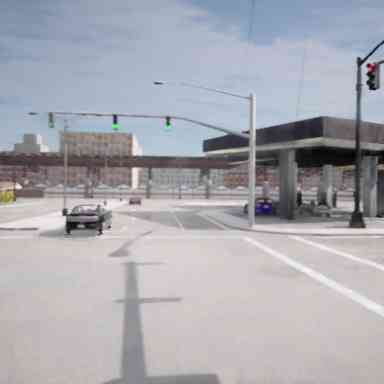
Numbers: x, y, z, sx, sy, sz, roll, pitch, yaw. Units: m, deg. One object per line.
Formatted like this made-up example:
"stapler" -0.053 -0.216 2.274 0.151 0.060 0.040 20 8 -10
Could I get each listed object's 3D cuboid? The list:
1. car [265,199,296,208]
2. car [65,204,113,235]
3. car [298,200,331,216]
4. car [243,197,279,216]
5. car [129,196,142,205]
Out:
"car" 13.575 1.709 50.841 4.718 1.301 1.895 1 0 -33
"car" -5.514 1.416 18.225 2.128 1.511 4.902 1 0 -6
"car" 11.966 1.561 32.705 1.970 1.475 3.806 1 0 -5
"car" 6.329 1.339 31.365 2.242 1.667 4.611 1 0 -5
"car" -9.368 1.417 55.165 1.994 1.385 4.181 1 0 -6
